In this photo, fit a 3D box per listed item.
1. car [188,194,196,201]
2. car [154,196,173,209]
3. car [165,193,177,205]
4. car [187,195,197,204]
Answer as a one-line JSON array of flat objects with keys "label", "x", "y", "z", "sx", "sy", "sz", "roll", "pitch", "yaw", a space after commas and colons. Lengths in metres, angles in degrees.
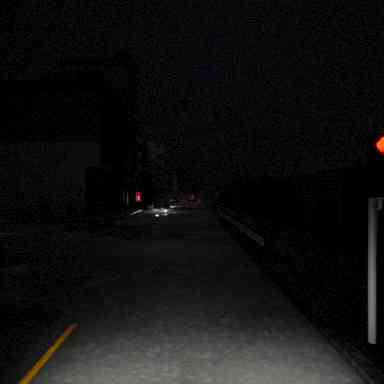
[{"label": "car", "x": 0.057, "y": 1.310, "z": 76.688, "sx": 1.882, "sy": 1.535, "sz": 5.008, "roll": 0, "pitch": 0, "yaw": 0}, {"label": "car", "x": -4.058, "y": 1.564, "z": 45.686, "sx": 1.994, "sy": 1.385, "sz": 4.181, "roll": 0, "pitch": 0, "yaw": 0}, {"label": "car", "x": -4.042, "y": 1.352, "z": 55.416, "sx": 2.097, "sy": 1.767, "sz": 4.553, "roll": 0, "pitch": 0, "yaw": 0}, {"label": "car", "x": 0.051, "y": 1.491, "z": 66.268, "sx": 2.128, "sy": 1.511, "sz": 4.902, "roll": 0, "pitch": 0, "yaw": 0}]
